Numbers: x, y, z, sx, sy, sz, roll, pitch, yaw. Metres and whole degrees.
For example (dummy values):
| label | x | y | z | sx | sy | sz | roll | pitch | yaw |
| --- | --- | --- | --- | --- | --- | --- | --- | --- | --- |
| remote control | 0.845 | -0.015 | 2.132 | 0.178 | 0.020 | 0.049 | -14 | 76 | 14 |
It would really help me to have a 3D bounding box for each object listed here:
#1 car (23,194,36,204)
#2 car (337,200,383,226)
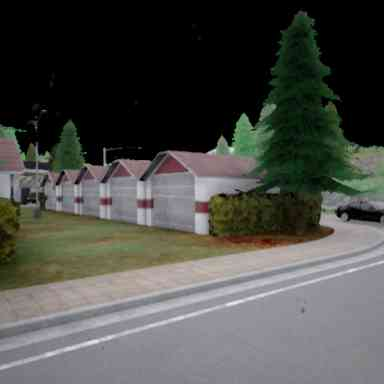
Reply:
| label | x | y | z | sx | sy | sz | roll | pitch | yaw |
| --- | --- | --- | --- | --- | --- | --- | --- | --- | --- |
| car | -30.595 | 1.266 | 62.629 | 1.905 | 1.878 | 3.866 | -1 | 0 | -37 |
| car | 12.106 | 1.345 | 22.358 | 1.882 | 1.535 | 5.008 | 0 | 0 | -22 |
